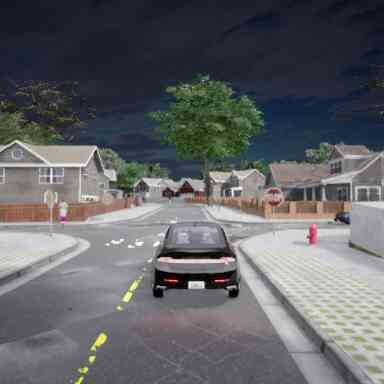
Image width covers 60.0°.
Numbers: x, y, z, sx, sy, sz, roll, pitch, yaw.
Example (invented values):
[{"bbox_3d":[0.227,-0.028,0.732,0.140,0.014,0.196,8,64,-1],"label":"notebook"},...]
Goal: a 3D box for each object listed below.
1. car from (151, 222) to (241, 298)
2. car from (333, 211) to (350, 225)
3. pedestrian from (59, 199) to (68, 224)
[{"bbox_3d":[0.079,1.504,8.544,2.128,1.511,4.902,0,0,0],"label":"car"},{"bbox_3d":[12.263,1.465,21.843,5.357,1.411,2.033,-1,-2,1],"label":"car"},{"bbox_3d":[-9.707,1.449,25.018,0.375,1.860,0.375,0,-1,1],"label":"pedestrian"}]
